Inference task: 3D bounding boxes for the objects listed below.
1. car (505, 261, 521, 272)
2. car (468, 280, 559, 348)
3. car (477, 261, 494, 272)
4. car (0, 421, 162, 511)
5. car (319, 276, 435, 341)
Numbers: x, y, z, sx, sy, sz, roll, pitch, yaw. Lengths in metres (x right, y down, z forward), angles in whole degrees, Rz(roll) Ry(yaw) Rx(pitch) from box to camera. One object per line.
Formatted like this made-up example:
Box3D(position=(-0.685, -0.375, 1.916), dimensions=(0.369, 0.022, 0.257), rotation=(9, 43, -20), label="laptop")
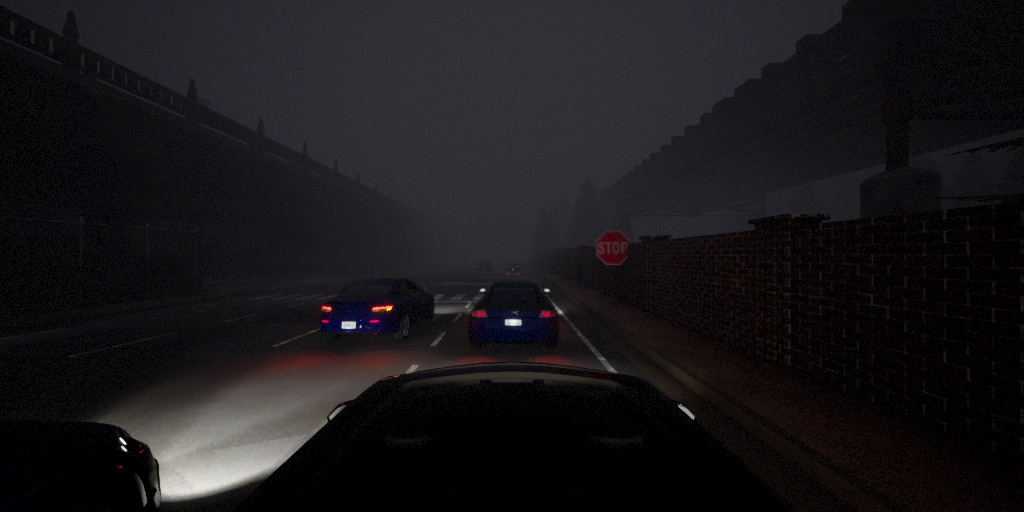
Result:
Box3D(position=(0.096, 1.351, 46.082), dimensions=(1.895, 1.301, 4.718), rotation=(0, 0, -1), label="car")
Box3D(position=(0.069, 1.314, 9.263), dimensions=(1.994, 1.385, 4.181), rotation=(0, 0, 1), label="car")
Box3D(position=(-3.399, 1.297, 45.914), dimensions=(2.033, 1.411, 5.357), rotation=(0, 0, -1), label="car")
Box3D(position=(-3.398, 1.314, 0.690), dimensions=(1.994, 1.385, 4.181), rotation=(0, 0, 0), label="car")
Box3D(position=(-3.413, 1.276, 9.786), dimensions=(1.812, 1.442, 4.674), rotation=(0, 0, 0), label="car")
